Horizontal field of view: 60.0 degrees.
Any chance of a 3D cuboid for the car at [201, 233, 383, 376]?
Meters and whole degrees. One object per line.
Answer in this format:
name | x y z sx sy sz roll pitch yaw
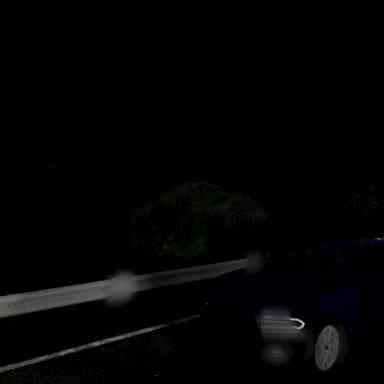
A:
car | 2.430 1.541 5.844 5.008 1.535 1.882 1 -1 -37
